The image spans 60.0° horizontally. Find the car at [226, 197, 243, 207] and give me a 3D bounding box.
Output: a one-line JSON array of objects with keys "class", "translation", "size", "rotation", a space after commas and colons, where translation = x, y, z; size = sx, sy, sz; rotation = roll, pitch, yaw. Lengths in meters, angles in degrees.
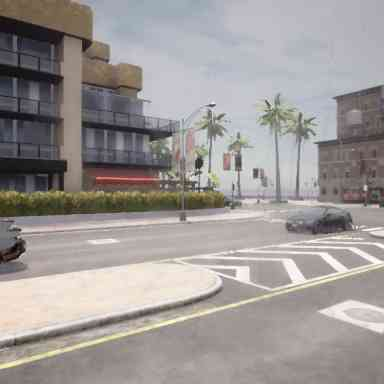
[{"class": "car", "translation": [5.755, 1.505, 51.583], "size": [1.837, 1.490, 4.892], "rotation": [0, 0, -35]}]

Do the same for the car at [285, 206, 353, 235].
[{"class": "car", "translation": [7.333, 1.526, 18.968], "size": [4.674, 1.442, 1.812], "rotation": [0, 0, -35]}]

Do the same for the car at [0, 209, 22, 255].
[{"class": "car", "translation": [-8.913, 1.492, 11.763], "size": [4.902, 1.511, 2.128], "rotation": [0, 0, -35]}]

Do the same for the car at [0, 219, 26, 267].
[{"class": "car", "translation": [-7.101, 1.492, 8.759], "size": [4.902, 1.511, 2.128], "rotation": [0, 0, -36]}]
